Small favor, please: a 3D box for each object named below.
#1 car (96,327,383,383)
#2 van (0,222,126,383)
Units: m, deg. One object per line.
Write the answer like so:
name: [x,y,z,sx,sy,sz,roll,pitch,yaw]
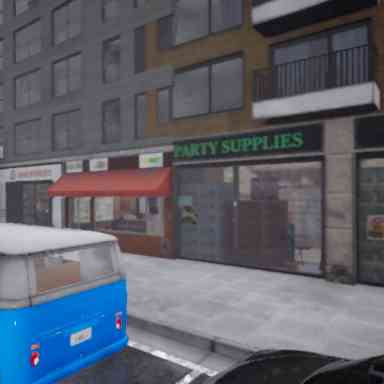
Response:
car: [1.758,1.562,1.556,4.313,1.339,1.947,0,0,35]
van: [-2.733,1.370,4.751,3.998,1.788,1.690,0,0,35]
